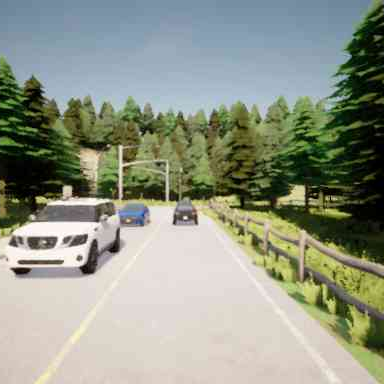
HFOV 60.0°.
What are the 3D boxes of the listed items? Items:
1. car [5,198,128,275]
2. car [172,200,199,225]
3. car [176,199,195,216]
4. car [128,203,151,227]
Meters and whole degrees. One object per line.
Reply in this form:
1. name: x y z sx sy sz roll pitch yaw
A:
1. car: -3.803 1.255 10.998 2.150 2.045 5.566 0 0 -1
2. car: -0.477 1.582 24.731 1.812 1.442 4.674 0 0 -1
3. car: -0.752 1.580 35.008 1.837 1.490 4.892 0 0 -3
4. car: -4.015 1.534 23.326 1.882 1.535 5.008 0 0 -1
